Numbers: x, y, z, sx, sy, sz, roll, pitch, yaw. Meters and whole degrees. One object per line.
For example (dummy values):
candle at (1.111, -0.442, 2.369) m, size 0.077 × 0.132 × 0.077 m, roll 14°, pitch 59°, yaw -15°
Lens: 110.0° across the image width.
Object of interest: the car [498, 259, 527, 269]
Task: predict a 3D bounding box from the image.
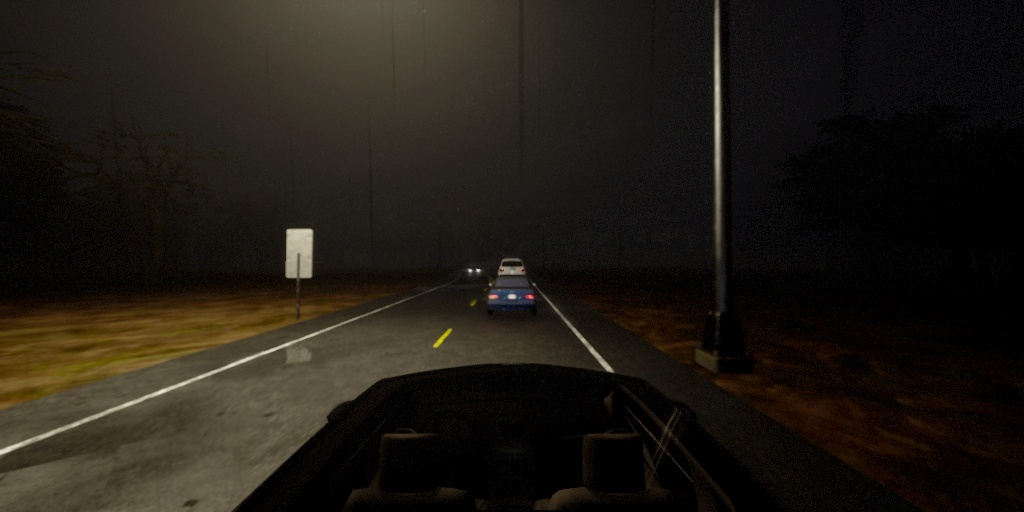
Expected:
car at (0.019, 1.262, 29.468) m, size 2.150 × 2.045 × 5.566 m, roll 0°, pitch 0°, yaw 0°

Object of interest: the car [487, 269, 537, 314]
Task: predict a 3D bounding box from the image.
car at (0.014, 1.429, 14.398) m, size 2.033 × 1.411 × 5.357 m, roll 0°, pitch -1°, yaw 0°
